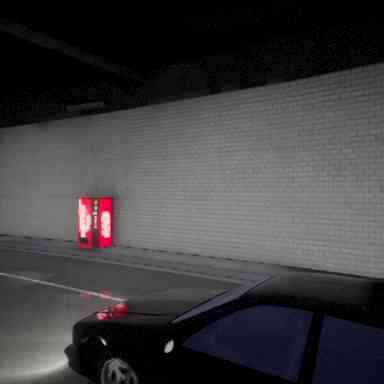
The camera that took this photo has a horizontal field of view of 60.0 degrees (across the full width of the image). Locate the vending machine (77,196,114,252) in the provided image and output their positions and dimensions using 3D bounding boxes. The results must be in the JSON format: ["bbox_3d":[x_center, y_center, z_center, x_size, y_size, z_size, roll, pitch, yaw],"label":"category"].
[{"bbox_3d":[-3.784,1.195,13.047,0.880,2.100,1.100,0,0,29],"label":"vending machine"}]

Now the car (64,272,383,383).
[{"bbox_3d":[1.152,1.547,3.075,5.357,1.411,2.033,0,0,34],"label":"car"}]
